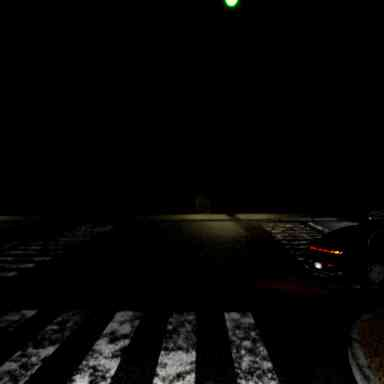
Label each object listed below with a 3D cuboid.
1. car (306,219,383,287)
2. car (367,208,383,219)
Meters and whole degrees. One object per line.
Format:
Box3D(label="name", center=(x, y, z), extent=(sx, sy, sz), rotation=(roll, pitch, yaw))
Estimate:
Box3D(label="car", center=(5.786, 1.704, 9.834), extent=(4.892, 1.490, 1.837), rotation=(-1, -2, -17))
Box3D(label="car", center=(12.865, 1.239, 19.563), extent=(4.674, 1.442, 1.812), rotation=(-1, 2, 3))
